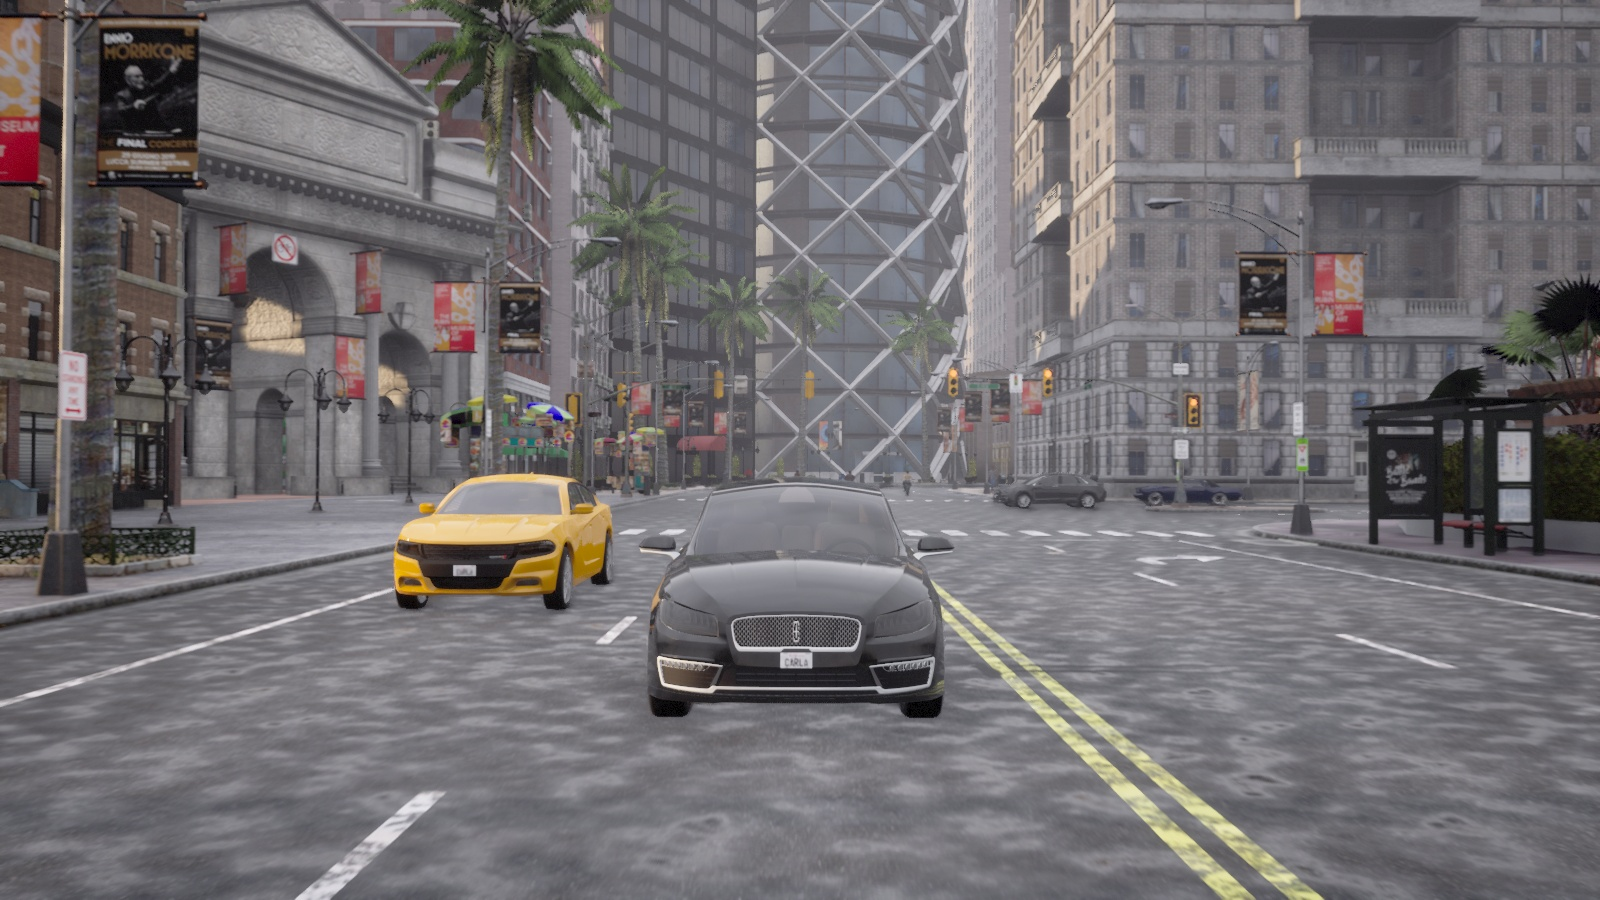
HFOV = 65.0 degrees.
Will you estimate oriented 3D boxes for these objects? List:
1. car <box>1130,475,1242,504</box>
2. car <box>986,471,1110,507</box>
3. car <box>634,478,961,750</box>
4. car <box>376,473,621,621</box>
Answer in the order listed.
[{"bbox_3d":[17.996,1.826,58.766,4.718,1.301,1.895,0,-1,6],"label":"car"},{"bbox_3d":[10.719,1.687,54.421,4.892,1.490,1.837,0,-1,-9],"label":"car"},{"bbox_3d":[-0.019,0.979,9.519,1.837,1.490,4.892,0,-1,0],"label":"car"},{"bbox_3d":[-3.532,1.070,15.736,1.882,1.535,5.008,0,-1,0],"label":"car"}]
